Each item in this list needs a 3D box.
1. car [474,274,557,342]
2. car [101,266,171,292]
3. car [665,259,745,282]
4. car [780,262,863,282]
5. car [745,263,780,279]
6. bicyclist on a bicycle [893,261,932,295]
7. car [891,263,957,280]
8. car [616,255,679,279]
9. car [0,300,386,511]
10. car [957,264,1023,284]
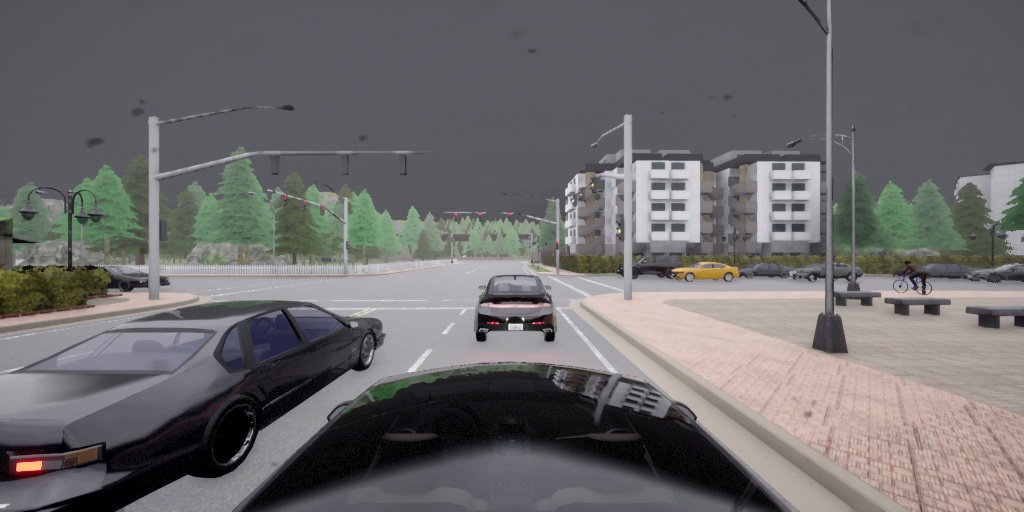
[{"bbox_3d":[0.084,1.242,9.771,2.128,1.511,4.902,0,0,0],"label":"car"},{"bbox_3d":[-22.975,1.297,20.530,5.357,1.411,2.033,0,0,-1],"label":"car"},{"bbox_3d":[15.296,1.228,28.569,5.008,1.535,1.882,0,0,-2],"label":"car"},{"bbox_3d":[24.790,1.242,28.491,4.902,1.511,2.128,0,0,4],"label":"car"},{"bbox_3d":[22.458,1.297,32.186,5.357,1.411,2.033,0,0,1],"label":"car"},{"bbox_3d":[19.391,1.051,17.395,0.582,1.620,1.656,0,0,-3],"label":"bicyclist on a bicycle"},{"bbox_3d":[35.860,1.297,30.194,5.357,1.411,2.033,0,0,17],"label":"car"},{"bbox_3d":[12.213,0.971,31.977,5.566,2.045,2.150,0,0,-2],"label":"car"},{"bbox_3d":[-3.444,1.297,4.672,2.033,1.411,5.357,0,0,1],"label":"car"},{"bbox_3d":[36.585,1.276,26.165,4.674,1.442,1.812,0,0,19],"label":"car"}]
